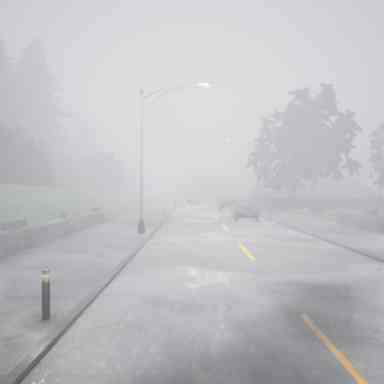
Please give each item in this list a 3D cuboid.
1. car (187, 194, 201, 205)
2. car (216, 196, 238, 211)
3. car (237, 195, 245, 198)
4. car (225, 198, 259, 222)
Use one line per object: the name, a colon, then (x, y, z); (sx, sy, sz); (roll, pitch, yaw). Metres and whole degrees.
car: (0.103, 1.452, 56.219); (1.837, 1.490, 4.892); (0, 0, 0)
car: (4.111, 1.477, 40.434); (1.837, 1.490, 4.892); (0, 1, 1)
car: (10.446, 1.410, 71.646); (5.357, 1.415, 2.033); (0, 0, -40)
car: (4.092, 1.474, 26.470); (2.128, 1.511, 4.902); (0, 0, 1)
